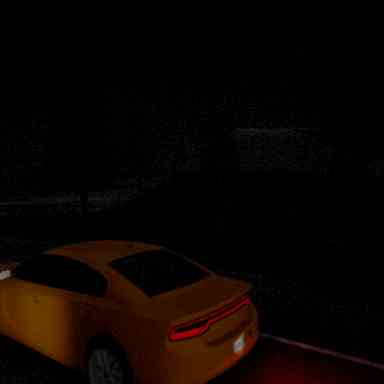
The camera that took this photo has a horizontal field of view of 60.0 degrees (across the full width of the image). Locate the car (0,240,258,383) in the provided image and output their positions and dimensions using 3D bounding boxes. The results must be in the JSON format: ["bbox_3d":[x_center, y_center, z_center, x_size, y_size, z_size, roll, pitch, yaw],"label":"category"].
[{"bbox_3d":[-1.513,1.474,5.010,5.008,1.535,1.882,0,0,36],"label":"car"}]

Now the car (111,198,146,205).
[{"bbox_3d":[-8.904,1.478,46.999,4.718,1.301,1.895,0,0,-39],"label":"car"}]
